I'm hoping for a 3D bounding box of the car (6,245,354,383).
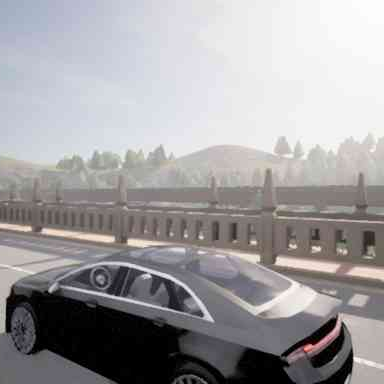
[{"bbox_3d":[-0.581,1.483,4.407,4.902,1.511,2.128,0,0,36],"label":"car"}]
